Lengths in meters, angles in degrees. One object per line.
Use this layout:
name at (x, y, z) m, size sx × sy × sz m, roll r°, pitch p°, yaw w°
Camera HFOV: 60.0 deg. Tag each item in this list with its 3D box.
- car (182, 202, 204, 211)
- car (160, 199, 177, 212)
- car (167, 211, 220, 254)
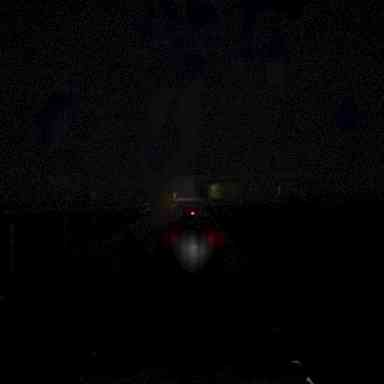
car at (0.083, 1.650, 30.542) m, size 1.812 × 1.442 × 4.674 m, roll 0°, pitch 0°, yaw 0°
car at (-2.814, 1.634, 40.811) m, size 1.882 × 1.535 × 5.008 m, roll 0°, pitch 0°, yaw 0°
car at (0.069, 1.664, 13.765) m, size 1.895 × 1.301 × 4.718 m, roll 0°, pitch 0°, yaw 0°
